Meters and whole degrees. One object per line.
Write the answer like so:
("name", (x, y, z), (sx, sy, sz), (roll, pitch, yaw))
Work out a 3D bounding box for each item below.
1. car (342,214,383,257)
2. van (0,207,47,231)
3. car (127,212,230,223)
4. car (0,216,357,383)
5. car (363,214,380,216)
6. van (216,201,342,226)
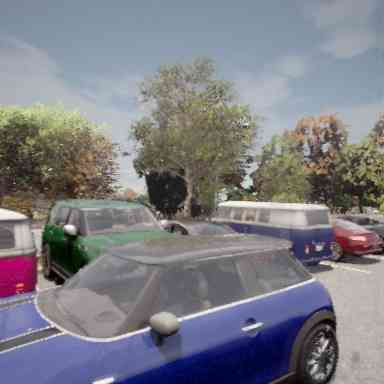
("car", (4.726, 1.652, 12.819), (2.002, 1.452, 4.674), (1, -1, -36))
("van", (-4.364, 1.254, 6.477), (1.878, 1.987, 4.442), (0, 0, -36))
("car", (0.218, 1.546, 9.568), (2.163, 1.488, 4.792), (1, 0, -36))
("car", (-0.433, 1.354, 3.684), (4.553, 1.767, 2.097), (0, 0, -36))
("car", (6.967, 1.690, 14.459), (2.163, 1.488, 4.792), (1, -1, -36))
("van", (2.401, 1.338, 11.306), (1.878, 1.987, 4.442), (1, -1, -36))
